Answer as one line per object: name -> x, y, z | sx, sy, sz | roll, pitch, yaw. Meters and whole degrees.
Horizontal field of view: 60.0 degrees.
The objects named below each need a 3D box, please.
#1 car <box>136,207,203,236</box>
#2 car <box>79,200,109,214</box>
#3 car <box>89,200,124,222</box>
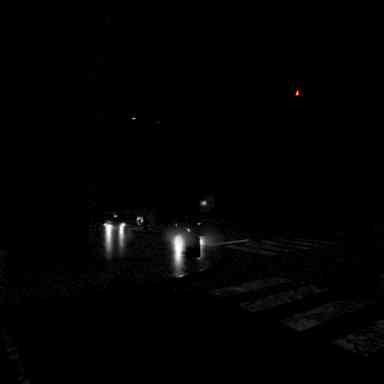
car -> -1.531, 1.621, 19.570 | 2.033, 1.411, 5.357 | 0, 0, -32
car -> -11.328, 1.671, 38.260 | 1.837, 1.490, 4.892 | 0, 0, -36
car -> -7.304, 1.609, 27.585 | 2.128, 1.511, 4.902 | 0, 0, -36
